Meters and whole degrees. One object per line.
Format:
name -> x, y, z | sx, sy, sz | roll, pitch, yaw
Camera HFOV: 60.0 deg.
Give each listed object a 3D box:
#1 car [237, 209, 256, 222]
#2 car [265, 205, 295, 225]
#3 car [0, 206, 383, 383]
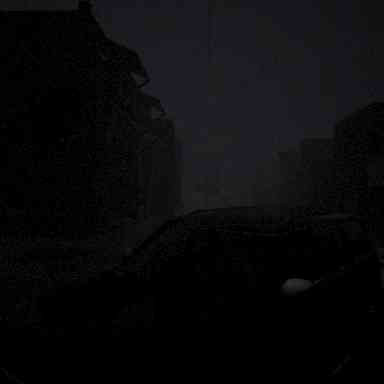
car -> 6.989, 2.996, 43.097 | 1.837, 1.490, 4.892 | 0, -1, 2
car -> 10.001, 2.589, 38.172 | 2.150, 2.045, 5.566 | 0, -1, 2
car -> 0.574, 1.253, 4.016 | 2.150, 2.045, 5.566 | 1, 0, 43
